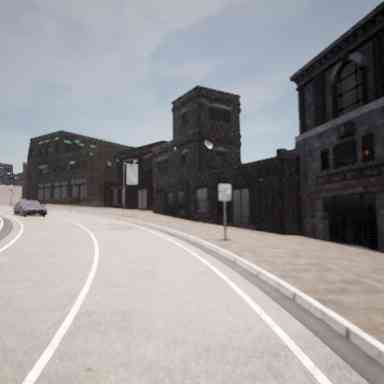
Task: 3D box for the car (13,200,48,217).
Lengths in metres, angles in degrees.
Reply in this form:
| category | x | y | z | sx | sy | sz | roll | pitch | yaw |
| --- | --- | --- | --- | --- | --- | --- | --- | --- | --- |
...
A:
| category | x | y | z | sx | sy | sz | roll | pitch | yaw |
| --- | --- | --- | --- | --- | --- | --- | --- | --- | --- |
| car | -14.412 | 1.425 | 29.525 | 2.033 | 1.411 | 5.357 | 3 | -1 | -39 |
